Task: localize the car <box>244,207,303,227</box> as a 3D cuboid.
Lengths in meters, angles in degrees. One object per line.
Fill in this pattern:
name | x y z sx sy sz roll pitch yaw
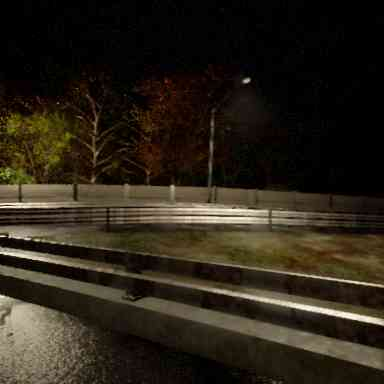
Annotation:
car | 6.551 1.924 26.800 4.902 1.511 2.128 3 -1 -16
